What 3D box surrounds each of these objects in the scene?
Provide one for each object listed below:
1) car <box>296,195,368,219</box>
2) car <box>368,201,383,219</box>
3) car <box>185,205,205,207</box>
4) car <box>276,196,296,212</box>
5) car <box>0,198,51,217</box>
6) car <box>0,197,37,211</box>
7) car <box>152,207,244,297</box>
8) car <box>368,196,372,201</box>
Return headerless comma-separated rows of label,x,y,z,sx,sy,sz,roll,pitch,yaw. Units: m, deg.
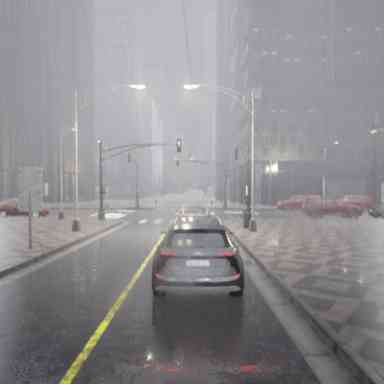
car,12.224,1.419,29.308,5.009,1.841,2.192,0,1,0
car,17.867,1.698,29.309,4.313,1.339,1.947,0,1,0
car,0.157,1.481,17.642,1.837,1.490,4.892,0,0,0
car,12.239,1.269,37.832,5.009,1.841,2.192,0,1,0
car,-14.817,1.524,29.325,4.507,1.381,1.887,0,1,0
car,-20.496,1.330,37.852,4.829,1.417,1.752,0,1,0
car,0.138,1.415,8.555,2.033,1.649,4.856,0,0,1
car,17.882,1.297,37.829,5.009,1.841,2.192,0,1,0
